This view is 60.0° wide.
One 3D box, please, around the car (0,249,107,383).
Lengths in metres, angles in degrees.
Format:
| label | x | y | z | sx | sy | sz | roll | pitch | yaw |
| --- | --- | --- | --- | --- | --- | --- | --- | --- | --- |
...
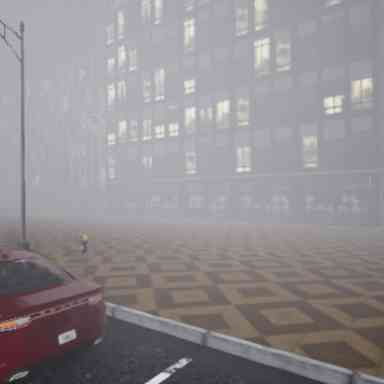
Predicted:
| label | x | y | z | sx | sy | sz | roll | pitch | yaw |
| --- | --- | --- | --- | --- | --- | --- | --- | --- | --- |
| car | -3.285 | 1.589 | 5.224 | 4.507 | 1.381 | 1.887 | -1 | -1 | 36 |
